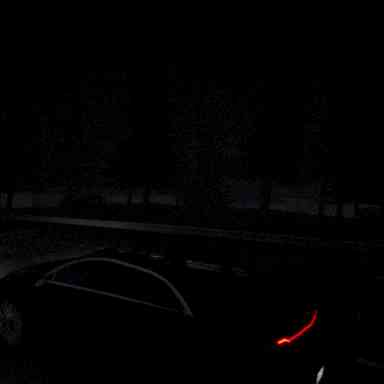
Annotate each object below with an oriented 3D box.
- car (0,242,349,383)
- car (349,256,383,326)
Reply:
[{"bbox_3d":[-0.786,1.451,4.502,4.902,1.511,2.128,1,1,35],"label":"car"},{"bbox_3d":[3.680,1.597,5.655,4.718,1.301,1.895,1,1,35],"label":"car"}]
